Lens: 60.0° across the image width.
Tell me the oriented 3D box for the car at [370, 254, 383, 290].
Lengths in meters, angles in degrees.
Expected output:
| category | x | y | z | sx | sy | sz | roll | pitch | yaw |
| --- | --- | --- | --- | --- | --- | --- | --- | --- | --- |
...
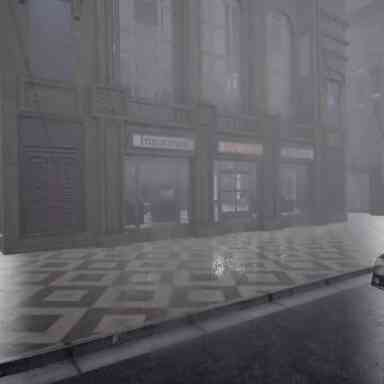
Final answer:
| category | x | y | z | sx | sy | sz | roll | pitch | yaw |
| --- | --- | --- | --- | --- | --- | --- | --- | --- | --- |
| car | 5.949 | 1.559 | 7.628 | 4.181 | 1.385 | 1.994 | 0 | 0 | -36 |
